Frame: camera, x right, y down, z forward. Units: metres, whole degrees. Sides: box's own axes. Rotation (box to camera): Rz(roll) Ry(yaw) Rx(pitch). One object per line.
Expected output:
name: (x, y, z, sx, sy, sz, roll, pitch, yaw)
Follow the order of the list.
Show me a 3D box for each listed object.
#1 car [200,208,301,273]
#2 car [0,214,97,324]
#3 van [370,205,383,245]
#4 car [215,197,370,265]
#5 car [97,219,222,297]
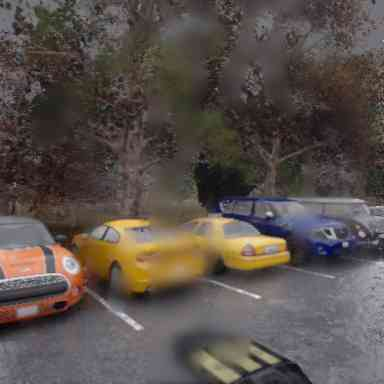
car: (0.565, 1.467, 10.689, 1.946, 1.575, 5.366, 0, 0, -35)
car: (-3.981, 1.355, 7.257, 2.185, 1.767, 4.553, 0, 0, -35)
van: (5.275, 1.228, 13.677, 1.878, 1.987, 4.442, 0, 0, -36)
car: (2.956, 1.210, 12.132, 2.435, 2.045, 5.566, 0, 0, -35)
car: (-1.692, 1.478, 8.845, 2.097, 1.535, 5.008, 0, 0, -35)
